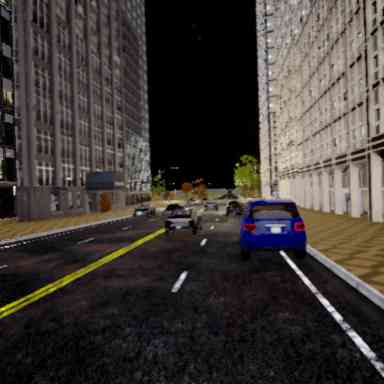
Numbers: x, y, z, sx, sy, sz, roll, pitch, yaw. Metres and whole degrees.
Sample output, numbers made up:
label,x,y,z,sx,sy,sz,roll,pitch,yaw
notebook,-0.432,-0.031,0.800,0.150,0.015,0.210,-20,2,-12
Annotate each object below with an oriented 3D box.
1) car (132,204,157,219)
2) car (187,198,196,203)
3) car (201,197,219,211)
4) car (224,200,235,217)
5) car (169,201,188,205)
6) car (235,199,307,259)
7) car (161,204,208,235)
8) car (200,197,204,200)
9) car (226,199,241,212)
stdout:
label,x,y,z,sx,sy,sz,roll,pitch,yaw
car,-5.211,2.101,37.086,2.128,1.511,4.902,-2,-1,7
car,-0.164,2.114,78.354,1.837,1.490,4.892,-2,-1,7
car,2.873,1.987,48.290,2.128,1.511,4.902,-2,-1,7
car,4.571,1.799,35.676,1.837,1.490,4.892,-2,-1,7
car,-2.009,2.031,36.519,1.812,1.442,4.674,-2,-1,7
car,2.943,1.298,13.066,2.150,2.045,5.566,-2,-1,7
car,-0.449,1.759,20.684,2.128,1.511,4.902,-2,-1,7
car,3.062,2.011,77.967,1.837,1.490,4.892,-2,-1,7
car,5.839,1.863,46.581,1.882,1.535,5.008,-2,0,7
